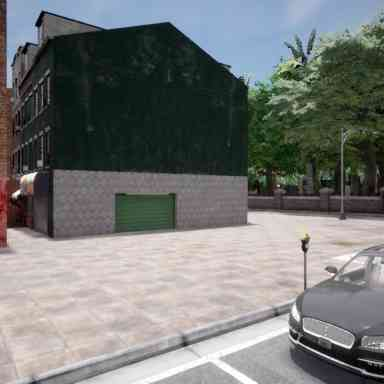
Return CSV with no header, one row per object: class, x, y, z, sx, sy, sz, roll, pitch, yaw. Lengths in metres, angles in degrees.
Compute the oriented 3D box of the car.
car,3.344,1.551,5.196,4.403,1.369,2.008,0,0,-35
